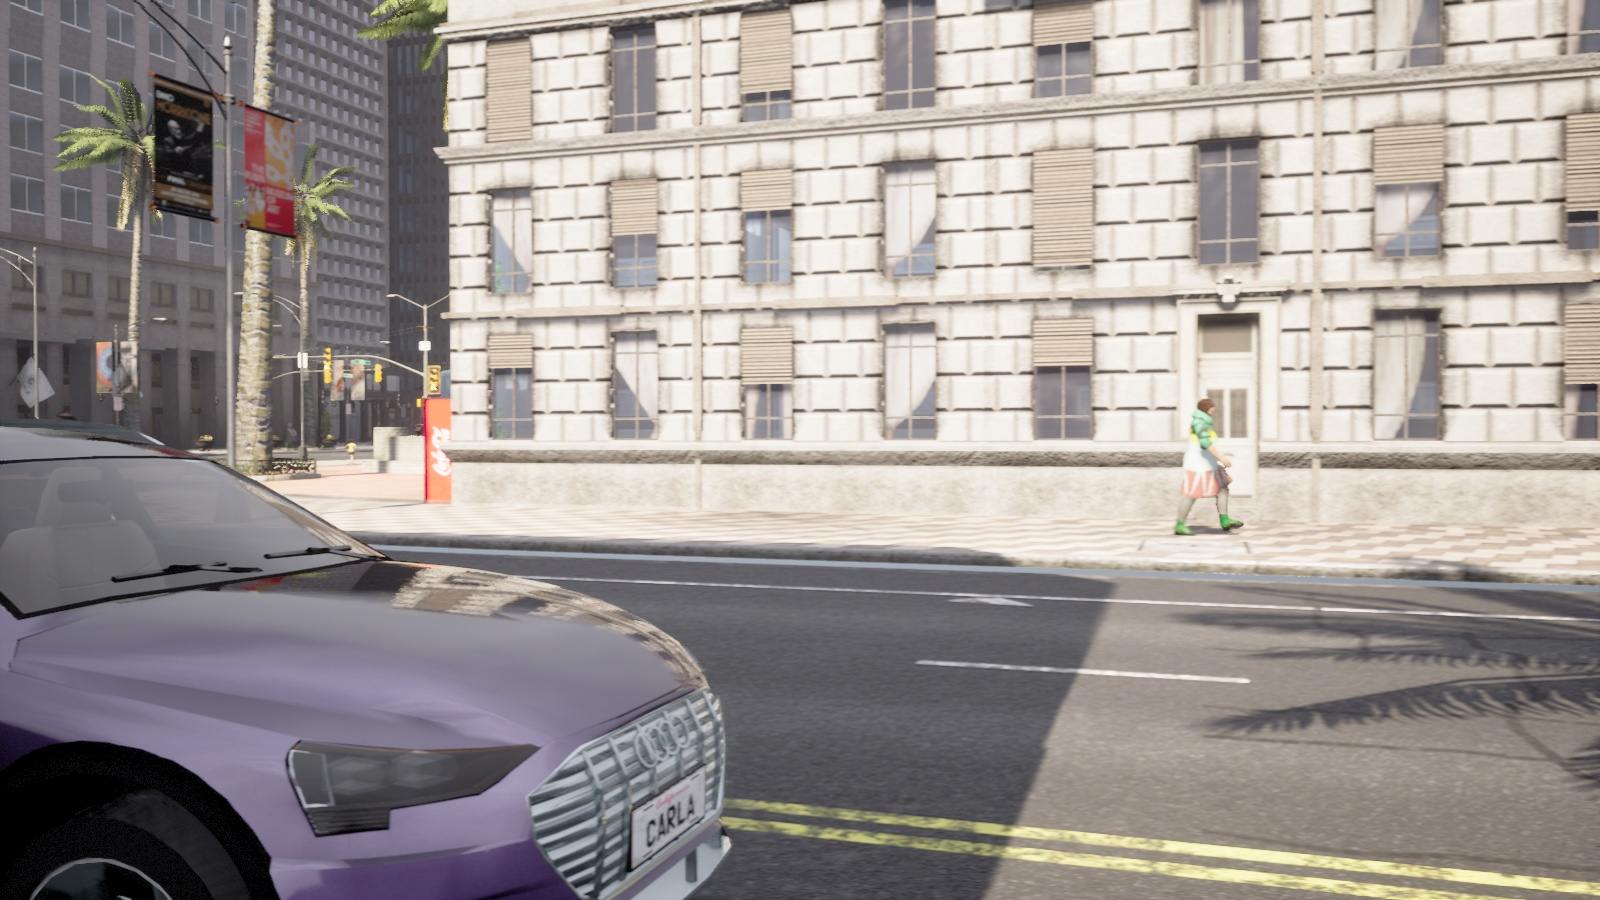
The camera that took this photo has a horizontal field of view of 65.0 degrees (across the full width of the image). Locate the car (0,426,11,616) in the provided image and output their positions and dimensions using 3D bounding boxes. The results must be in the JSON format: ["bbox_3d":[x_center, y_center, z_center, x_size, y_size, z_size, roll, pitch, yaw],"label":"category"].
[{"bbox_3d":[-8.874,0.558,10.121,4.514,1.525,2.007,1,1,23],"label":"car"}]

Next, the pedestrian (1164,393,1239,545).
[{"bbox_3d":[5.297,0.237,16.557,0.873,1.952,0.659,1,1,23],"label":"pedestrian"}]

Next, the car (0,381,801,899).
[{"bbox_3d":[-2.623,0.676,4.082,4.856,1.649,2.033,0,1,19],"label":"car"}]
